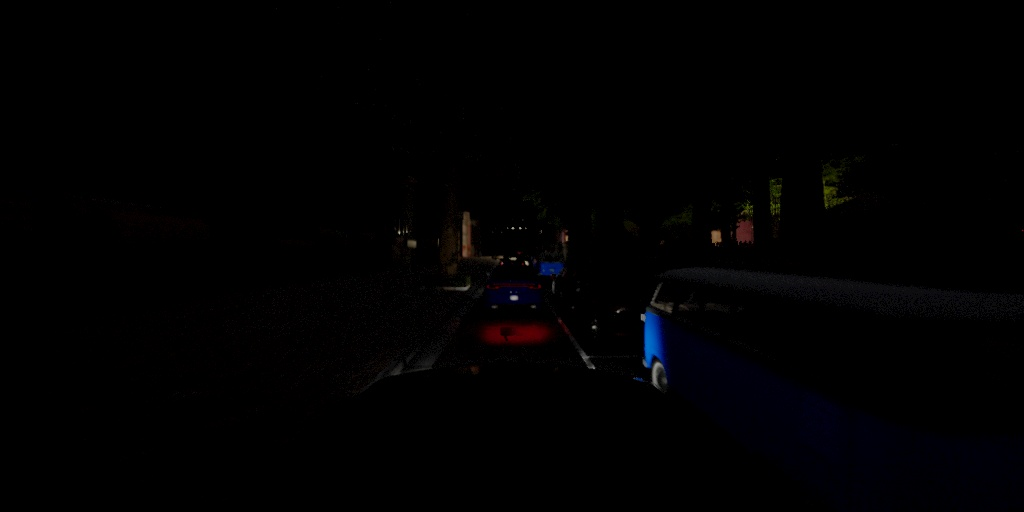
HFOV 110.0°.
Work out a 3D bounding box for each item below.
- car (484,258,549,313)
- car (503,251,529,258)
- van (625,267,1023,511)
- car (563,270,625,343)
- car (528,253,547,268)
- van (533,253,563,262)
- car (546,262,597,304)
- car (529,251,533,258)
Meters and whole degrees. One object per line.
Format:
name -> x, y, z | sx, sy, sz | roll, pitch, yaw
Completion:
car -> 0.063, 1.018, 12.952 | 1.882, 1.535, 5.008 | 0, 1, 0
car -> 0.042, 0.600, 29.170 | 2.097, 1.767, 4.553 | 0, 1, 0
van -> 2.636, 1.055, 3.555 | 1.690, 1.789, 3.998 | 0, 0, 0
car -> 2.627, 1.178, 9.004 | 1.948, 1.339, 4.313 | 0, 0, 0
car -> 2.952, 0.490, 42.612 | 1.882, 1.535, 5.008 | 0, 1, 0
van -> 2.602, 0.656, 25.349 | 1.690, 1.789, 3.998 | 0, 0, 0
car -> 2.619, 1.062, 14.452 | 2.007, 1.370, 4.403 | 0, 0, 0
car -> 2.936, 0.487, 35.580 | 2.097, 1.767, 4.553 | 0, 1, 0
